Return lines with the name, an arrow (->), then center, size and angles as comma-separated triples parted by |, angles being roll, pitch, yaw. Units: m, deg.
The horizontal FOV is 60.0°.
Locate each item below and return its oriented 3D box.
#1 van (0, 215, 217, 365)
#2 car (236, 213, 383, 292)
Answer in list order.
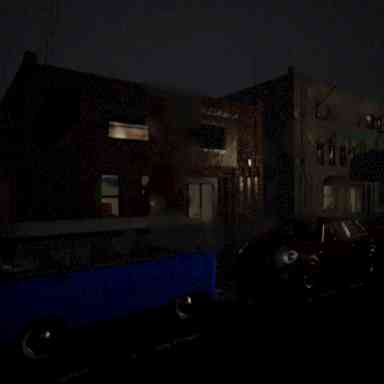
van -> -1.453, 1.334, 5.533 | 3.998, 1.788, 1.690 | 0, 0, -36
car -> 3.058, 1.413, 8.763 | 4.097, 1.590, 1.967 | 0, 0, -36
